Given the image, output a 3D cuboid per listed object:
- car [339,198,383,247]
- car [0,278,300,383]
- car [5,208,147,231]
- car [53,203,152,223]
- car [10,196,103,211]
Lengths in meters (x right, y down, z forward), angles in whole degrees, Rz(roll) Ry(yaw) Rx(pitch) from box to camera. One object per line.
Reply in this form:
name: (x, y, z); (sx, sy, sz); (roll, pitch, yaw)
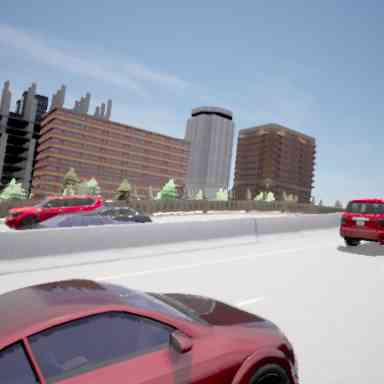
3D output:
car: (8.554, 1.277, 14.138); (5.566, 2.045, 2.150); (0, 0, -35)
car: (-0.911, 1.568, 3.095); (4.181, 1.385, 1.994); (0, 0, -35)
car: (-4.796, 1.563, 13.466); (5.357, 1.411, 2.033); (0, 0, -35)
car: (-4.536, 1.531, 17.948); (4.892, 1.490, 1.837); (0, 0, -35)
car: (-7.907, 1.240, 19.844); (5.566, 2.045, 2.150); (0, 0, -35)
